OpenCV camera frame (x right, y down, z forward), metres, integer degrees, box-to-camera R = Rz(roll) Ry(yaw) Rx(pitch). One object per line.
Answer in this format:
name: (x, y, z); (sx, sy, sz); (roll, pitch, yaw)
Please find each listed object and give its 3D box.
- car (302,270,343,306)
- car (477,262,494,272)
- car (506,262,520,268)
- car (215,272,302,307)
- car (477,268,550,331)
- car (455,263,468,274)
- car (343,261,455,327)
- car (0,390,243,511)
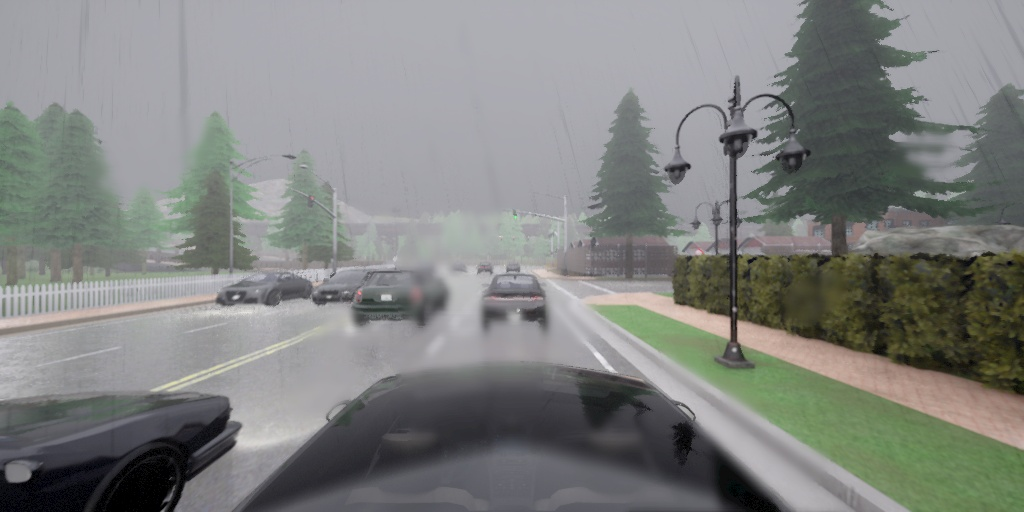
car: (-7.083, 1.347, 16.285); (1.837, 1.490, 4.892); (0, 0, 0)
car: (-3.347, 1.533, 45.393); (1.837, 1.490, 4.892); (0, 0, 0)
car: (0.172, 1.543, 49.016); (2.128, 1.511, 4.902); (0, 0, 1)
car: (-10.583, 1.403, 15.741); (1.994, 1.385, 4.181); (0, 0, 0)
car: (0.098, 1.303, 11.225); (2.128, 1.511, 4.902); (0, 0, 0)
car: (-6.991, 1.587, 47.272); (2.033, 1.411, 5.357); (0, 0, 1)
car: (-3.399, 1.165, 11.872); (2.097, 1.767, 4.553); (0, 0, 0)
car: (-3.404, 1.291, 0.792); (2.033, 1.411, 5.357); (0, 0, 0)
